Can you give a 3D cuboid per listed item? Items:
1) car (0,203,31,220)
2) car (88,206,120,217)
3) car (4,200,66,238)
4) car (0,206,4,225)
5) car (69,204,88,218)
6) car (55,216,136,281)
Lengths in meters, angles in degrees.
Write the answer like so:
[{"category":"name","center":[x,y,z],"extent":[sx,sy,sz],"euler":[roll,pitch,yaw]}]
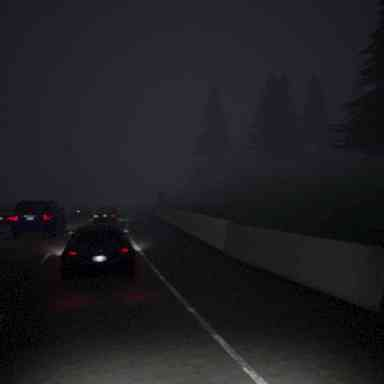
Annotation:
[{"category":"car","center":[-18.998,2.019,35.469],"extent":[1.882,1.535,5.008],"euler":[-1,-1,-8]},{"category":"car","center":[-7.066,1.885,27.588],"extent":[2.033,1.411,5.357],"euler":[-1,0,-11]},{"category":"car","center":[-9.031,1.510,19.938],"extent":[2.150,2.045,5.566],"euler":[-1,0,-13]},{"category":"car","center":[-13.853,1.943,25.822],"extent":[2.033,1.411,5.357],"euler":[-1,0,-11]},{"category":"car","center":[-12.059,2.039,36.472],"extent":[1.994,1.385,4.181],"euler":[-1,0,-8]},{"category":"car","center":[-2.912,1.695,10.441],"extent":[1.994,1.385,4.181],"euler":[0,0,-16]}]
